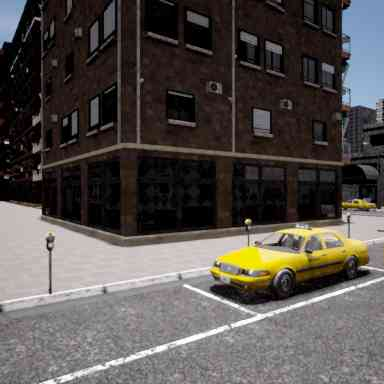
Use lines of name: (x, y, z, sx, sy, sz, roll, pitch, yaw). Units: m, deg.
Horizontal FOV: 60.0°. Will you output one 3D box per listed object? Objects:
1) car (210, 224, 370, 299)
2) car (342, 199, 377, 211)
car: (2.660, 1.530, 8.469, 4.829, 1.417, 1.752, 0, 0, -36)
car: (19.313, 1.495, 39.702, 1.752, 1.417, 4.829, 0, 0, -35)
